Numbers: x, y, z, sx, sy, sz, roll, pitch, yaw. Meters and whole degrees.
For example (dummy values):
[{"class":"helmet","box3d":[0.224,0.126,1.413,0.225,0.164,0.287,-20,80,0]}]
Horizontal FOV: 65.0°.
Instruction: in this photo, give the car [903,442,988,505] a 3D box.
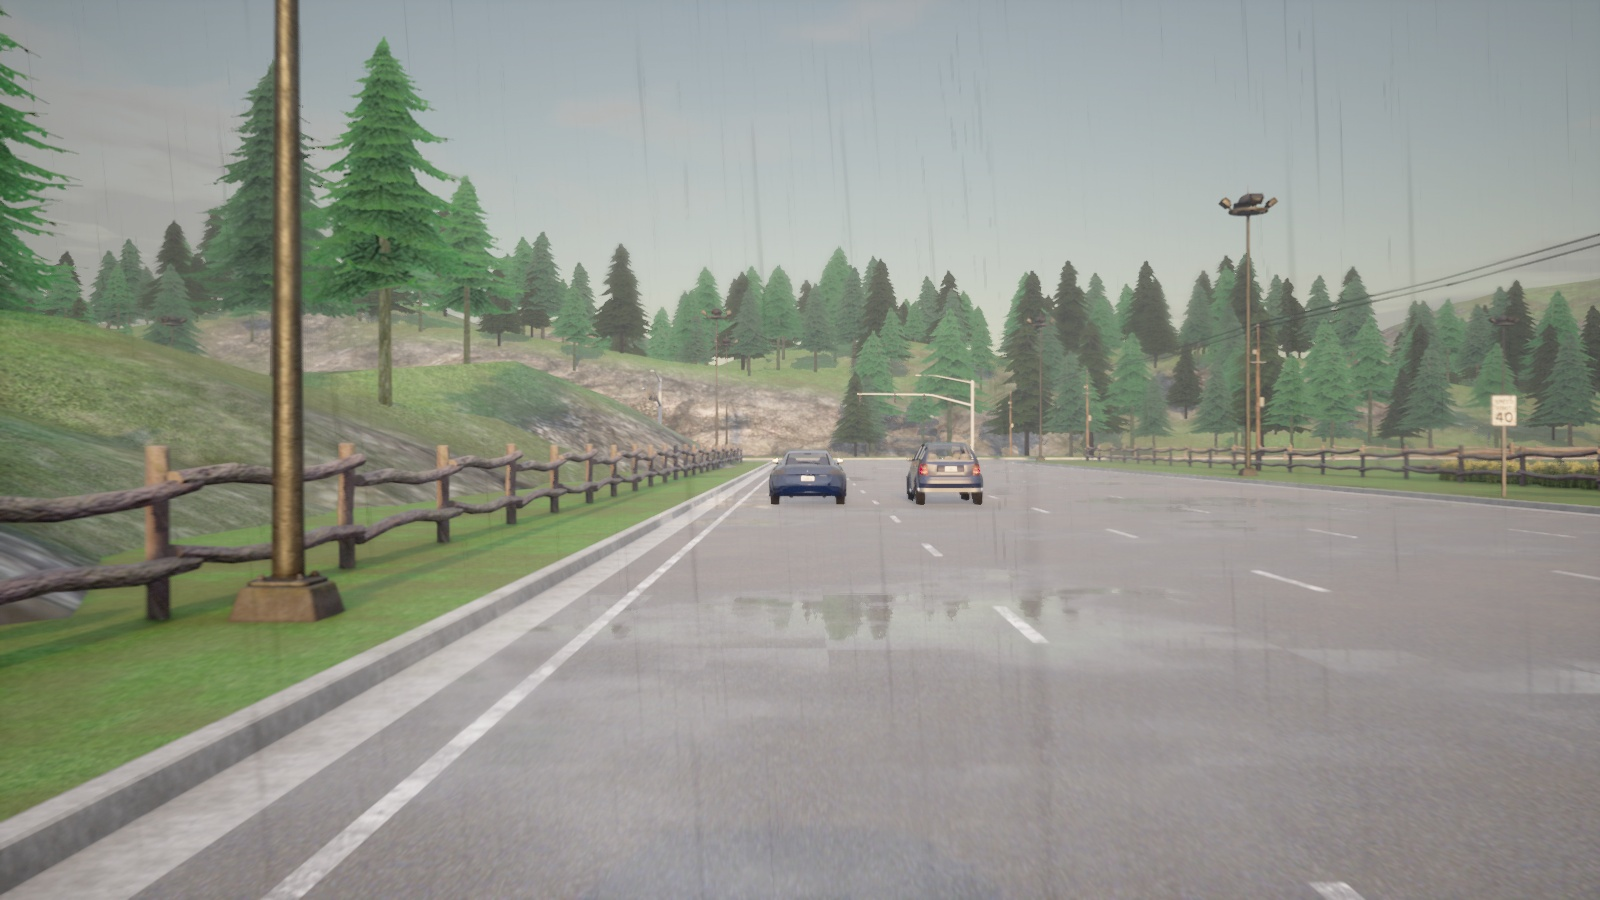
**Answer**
[{"class":"car","box3d":[3.700,0.581,32.504,1.789,1.549,3.705,0,0,0]}]

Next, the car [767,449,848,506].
[{"class":"car","box3d":[0.203,0.666,32.980,1.994,1.385,4.181,0,0,0]}]
